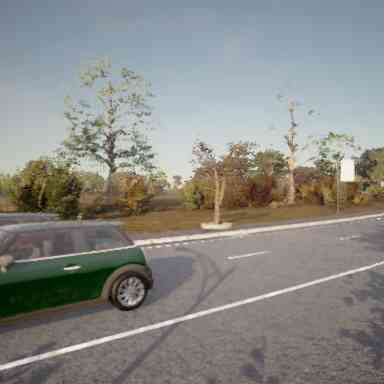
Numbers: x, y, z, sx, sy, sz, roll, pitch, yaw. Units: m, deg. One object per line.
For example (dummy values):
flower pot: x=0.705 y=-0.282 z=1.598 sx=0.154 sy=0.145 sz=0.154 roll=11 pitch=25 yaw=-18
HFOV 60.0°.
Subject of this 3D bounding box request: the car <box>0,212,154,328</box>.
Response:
car: x=-3.056 y=1.360 z=6.151 sx=4.553 sy=1.767 sz=2.097 roll=0 pitch=0 yaw=-36
